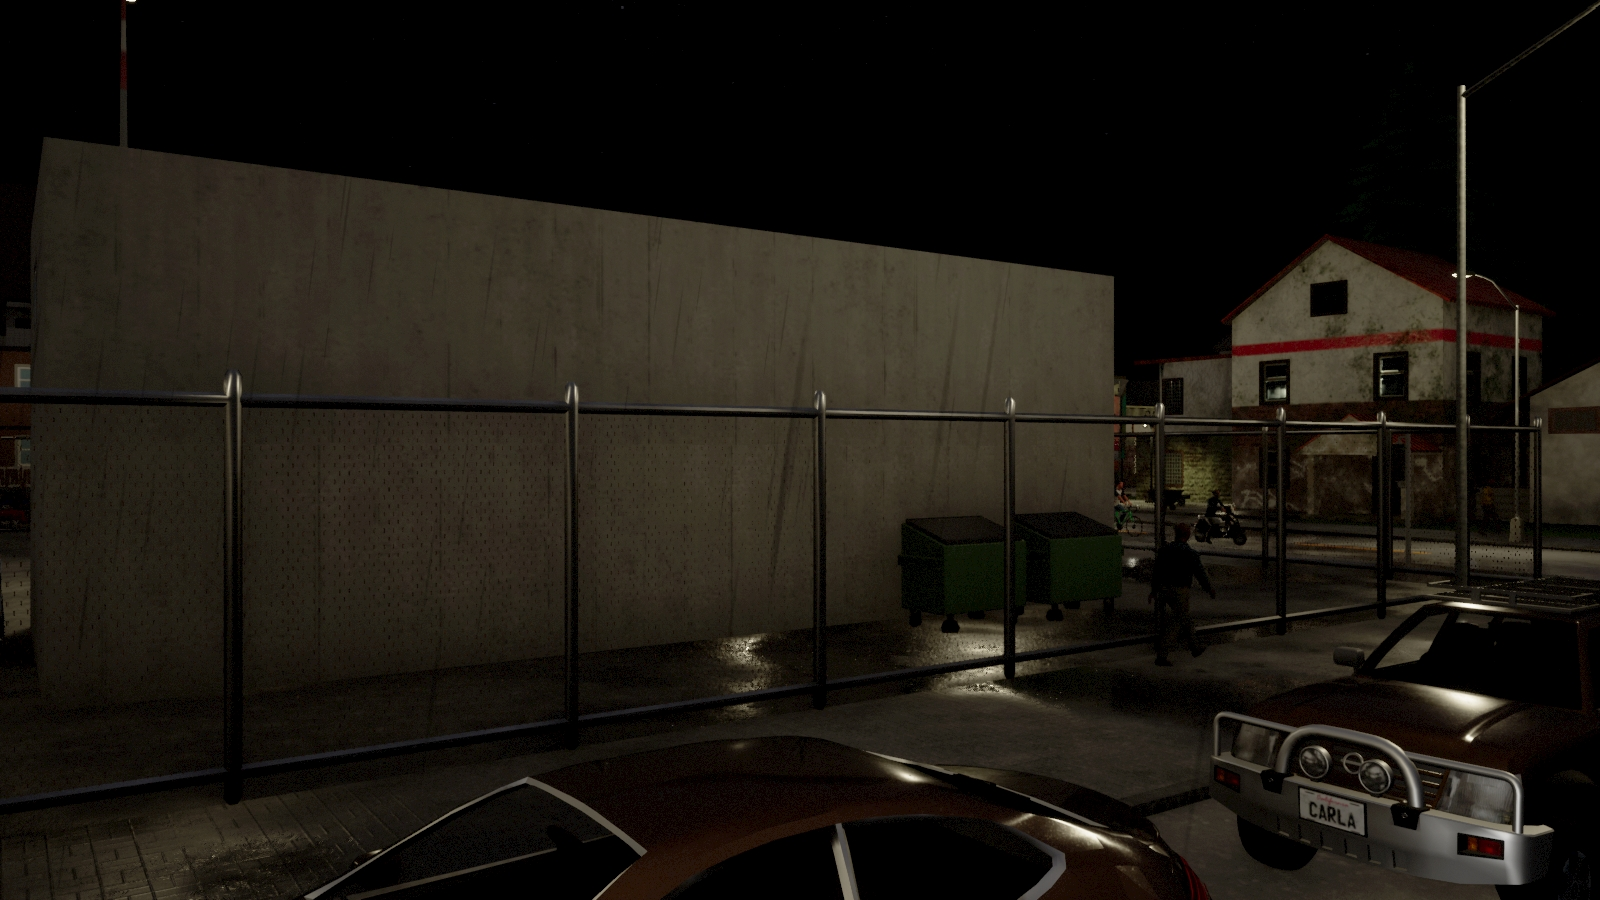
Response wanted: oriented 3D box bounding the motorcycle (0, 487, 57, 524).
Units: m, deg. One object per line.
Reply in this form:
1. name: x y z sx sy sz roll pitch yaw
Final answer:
1. motorcycle: -27.454 1.962 40.535 1.805 1.236 0.856 0 0 -35

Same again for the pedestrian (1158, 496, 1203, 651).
1. pedestrian: 4.719 1.513 14.163 0.375 1.860 0.375 0 0 -34

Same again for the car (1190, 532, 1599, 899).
1. car: 4.948 1.640 7.839 4.605 1.855 1.932 0 0 -35

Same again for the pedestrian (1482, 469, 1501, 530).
1. pedestrian: 21.338 1.510 35.260 0.375 1.860 0.375 0 0 -35

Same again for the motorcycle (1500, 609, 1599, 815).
1. motorcycle: 6.256 1.958 8.768 1.805 1.236 0.856 0 0 -35

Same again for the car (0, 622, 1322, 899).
1. car: -0.619 1.771 3.955 5.027 1.651 2.152 0 0 -35
